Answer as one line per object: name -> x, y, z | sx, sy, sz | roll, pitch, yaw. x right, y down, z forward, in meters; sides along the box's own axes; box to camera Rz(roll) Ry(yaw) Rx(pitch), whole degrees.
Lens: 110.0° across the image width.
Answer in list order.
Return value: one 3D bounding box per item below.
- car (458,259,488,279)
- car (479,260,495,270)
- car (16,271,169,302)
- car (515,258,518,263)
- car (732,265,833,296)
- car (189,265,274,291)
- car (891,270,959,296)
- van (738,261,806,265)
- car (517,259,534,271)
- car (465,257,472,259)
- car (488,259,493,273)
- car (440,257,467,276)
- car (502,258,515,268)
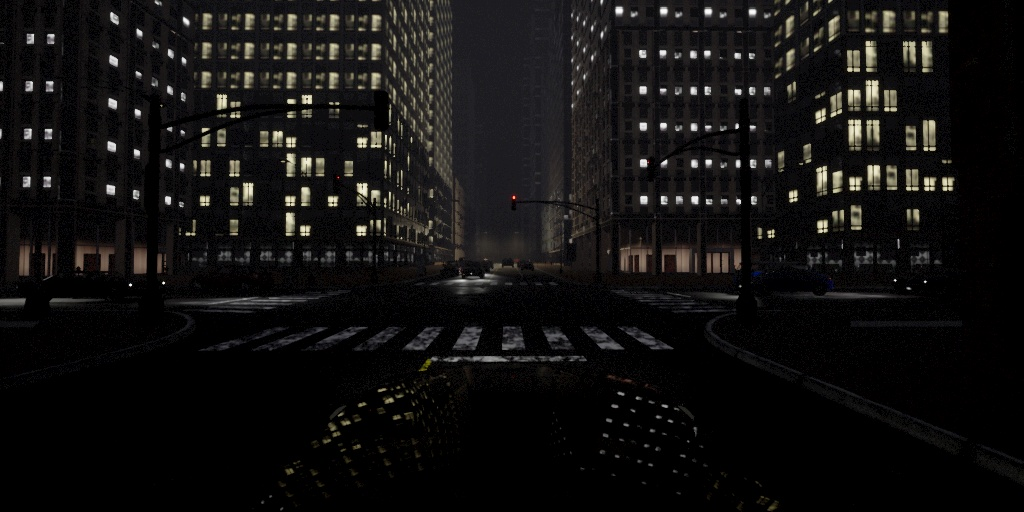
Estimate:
car -> -3.529, 1.266, 33.225 | 1.837, 1.490, 4.892 | 0, 0, -1
car -> -3.825, 1.318, 55.563 | 2.033, 1.411, 5.357 | 0, 0, -1
car -> -18.069, 1.300, 15.661 | 4.718, 1.301, 1.895 | 0, -1, -1
car -> 1.900, 1.298, 59.687 | 1.751, 1.417, 4.829 | 0, 0, -1
car -> 14.518, 1.342, 19.228 | 4.674, 1.442, 1.812 | 0, -1, -2
car -> -16.762, 1.255, 21.453 | 4.097, 1.591, 1.967 | 0, 0, -1
car -> 23.562, 1.435, 19.334 | 4.718, 1.301, 1.895 | 0, -1, -1
van -> 15.710, 1.210, 21.824 | 3.998, 1.789, 1.690 | 0, 0, -1
car -> 2.055, 1.350, 48.362 | 1.802, 1.307, 4.207 | 0, 0, -1
car -> -6.325, 1.082, 48.186 | 2.192, 1.841, 5.009 | 0, 0, -1
car -> -3.667, 1.367, 43.442 | 1.895, 1.301, 4.718 | 0, 0, -1
car -> -6.172, 1.203, 37.036 | 1.967, 1.591, 4.097 | 0, 0, -1
car -> -0.746, 1.126, 63.985 | 2.097, 1.767, 4.553 | 0, 0, -1
